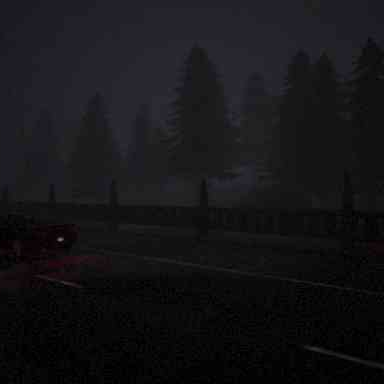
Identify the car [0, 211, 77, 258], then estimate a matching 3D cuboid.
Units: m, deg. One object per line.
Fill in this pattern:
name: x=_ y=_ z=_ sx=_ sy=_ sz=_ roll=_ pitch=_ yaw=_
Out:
car: x=-6.575 y=1.499 z=12.976 sx=5.008 sy=1.535 sz=1.882 roll=0 pitch=0 yaw=36
